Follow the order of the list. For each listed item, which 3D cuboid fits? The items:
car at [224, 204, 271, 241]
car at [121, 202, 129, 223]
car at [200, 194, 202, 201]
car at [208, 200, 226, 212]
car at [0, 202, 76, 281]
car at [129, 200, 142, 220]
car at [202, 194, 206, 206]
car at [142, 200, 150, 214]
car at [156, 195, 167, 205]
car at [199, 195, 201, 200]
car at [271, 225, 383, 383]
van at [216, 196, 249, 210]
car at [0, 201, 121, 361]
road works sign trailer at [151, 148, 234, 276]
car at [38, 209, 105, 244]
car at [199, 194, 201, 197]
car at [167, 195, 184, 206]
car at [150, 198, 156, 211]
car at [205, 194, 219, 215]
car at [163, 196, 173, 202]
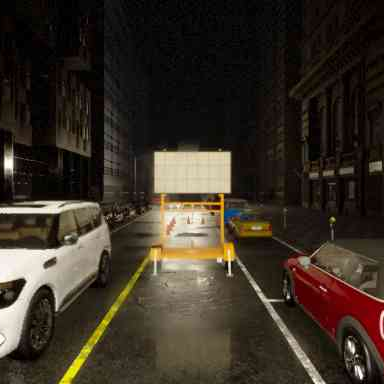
[{"bbox_3d":[2.786,1.525,16.631,1.752,1.417,4.829,0,0,0],"label":"car"},{"bbox_3d":[-5.730,1.440,22.063,1.967,1.590,4.097,0,0,0],"label":"car"},{"bbox_3d":[2.853,1.456,55.672,1.967,1.590,4.097,0,0,0],"label":"car"},{"bbox_3d":[2.825,1.588,38.867,1.802,1.307,4.206,0,0,0],"label":"car"},{"bbox_3d":[-5.749,1.314,10.859,2.192,1.841,5.009,0,0,0],"label":"car"},{"bbox_3d":[-5.720,1.552,27.665,2.008,1.369,4.403,0,0,0],"label":"car"},{"bbox_3d":[2.833,1.324,44.469,2.192,1.841,5.009,0,0,0],"label":"car"},{"bbox_3d":[-5.710,1.569,33.267,1.947,1.339,4.313,0,0,0],"label":"car"},{"bbox_3d":[-5.672,1.560,55.676,1.887,1.381,4.507,0,0,0],"label":"car"},{"bbox_3d":[2.863,1.585,61.274,1.947,1.339,4.313,0,0,0],"label":"car"},{"bbox_3d":[2.766,1.440,5.256,1.967,1.590,4.097,0,0,0],"label":"car"},{"bbox_3d":[2.795,1.341,22.062,1.690,1.788,3.998,0,0,0],"label":"van"},{"bbox_3d":[-3.091,1.221,6.269,2.150,2.045,5.566,0,0,0],"label":"car"},{"bbox_3d":[0.015,0.464,10.305,2.380,3.560,2.880,0,0,0],"label":"road works sign trailer"},{"bbox_3d":[-5.739,1.581,16.461,1.802,1.307,4.206,0,0,0],"label":"car"},{"bbox_3d":[2.873,1.464,66.875,1.967,1.590,4.097,0,0,0],"label":"car"},{"bbox_3d":[-2.904,1.580,56.827,1.994,1.385,4.181,0,0,0],"label":"car"},{"bbox_3d":[-5.700,1.571,38.869,1.947,1.339,4.313,0,0,0],"label":"car"},{"bbox_3d":[2.814,1.318,33.265,2.192,1.841,5.009,0,0,0],"label":"car"},{"bbox_3d":[-5.633,1.576,78.084,1.887,1.381,4.507,0,0,0],"label":"car"}]
